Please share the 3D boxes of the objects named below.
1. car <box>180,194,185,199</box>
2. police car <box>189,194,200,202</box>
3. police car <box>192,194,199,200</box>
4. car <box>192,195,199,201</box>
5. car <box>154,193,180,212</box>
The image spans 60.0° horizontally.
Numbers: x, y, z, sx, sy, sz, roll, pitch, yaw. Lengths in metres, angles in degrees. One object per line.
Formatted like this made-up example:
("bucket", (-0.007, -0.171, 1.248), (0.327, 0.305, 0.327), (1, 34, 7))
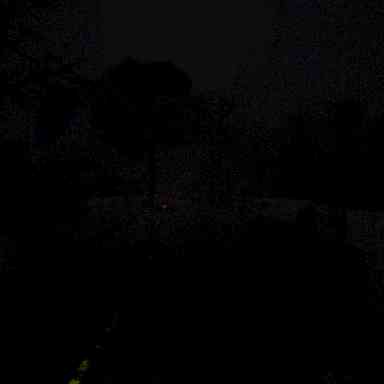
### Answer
("car", (-2.679, 1.154, 77.902), (2.097, 1.767, 4.553), (0, 0, 0))
("police car", (0.894, 1.385, 75.844), (1.930, 1.638, 5.238), (0, 0, 0))
("police car", (0.909, 1.439, 91.852), (1.930, 1.638, 5.238), (0, 0, 0))
("car", (0.904, 1.516, 85.738), (1.812, 1.442, 4.674), (0, 0, 0))
("car", (-2.812, 1.123, 36.600), (2.150, 2.045, 5.566), (0, 0, 0))
